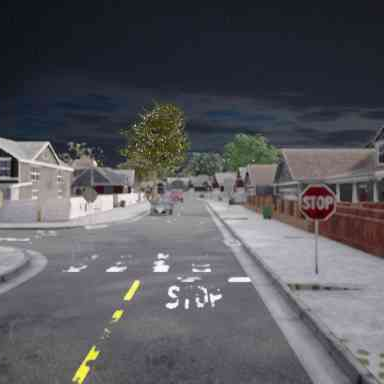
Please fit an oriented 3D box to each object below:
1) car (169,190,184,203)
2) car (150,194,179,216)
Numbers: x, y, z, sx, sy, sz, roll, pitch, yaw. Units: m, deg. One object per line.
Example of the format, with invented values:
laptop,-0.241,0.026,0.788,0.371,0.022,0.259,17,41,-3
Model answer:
car,-2.457,0.695,54.465,2.150,2.045,5.566,0,1,-1
car,-2.520,1.231,28.951,2.128,1.511,4.902,0,1,0
